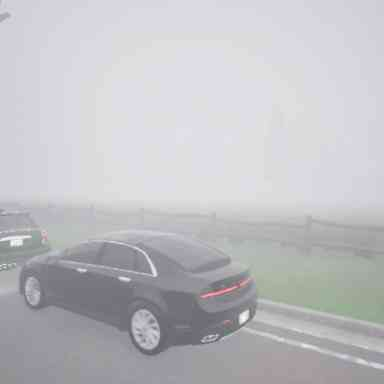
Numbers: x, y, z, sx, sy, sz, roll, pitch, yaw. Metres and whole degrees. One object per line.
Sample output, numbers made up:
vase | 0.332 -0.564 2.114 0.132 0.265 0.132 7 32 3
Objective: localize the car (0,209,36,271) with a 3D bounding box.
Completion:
car | -6.087 1.265 9.545 4.553 1.767 2.097 1 0 36

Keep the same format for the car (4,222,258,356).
car | -1.241 1.473 6.060 4.892 1.490 1.837 1 0 36
